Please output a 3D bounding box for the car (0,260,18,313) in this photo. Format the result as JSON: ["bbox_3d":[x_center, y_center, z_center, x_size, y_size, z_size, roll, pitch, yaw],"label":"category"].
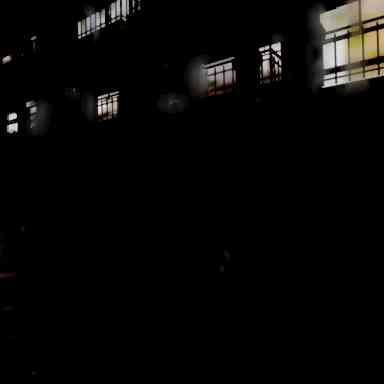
[{"bbox_3d":[-5.126,1.551,6.414,4.507,1.381,1.887,0,-1,36],"label":"car"}]
